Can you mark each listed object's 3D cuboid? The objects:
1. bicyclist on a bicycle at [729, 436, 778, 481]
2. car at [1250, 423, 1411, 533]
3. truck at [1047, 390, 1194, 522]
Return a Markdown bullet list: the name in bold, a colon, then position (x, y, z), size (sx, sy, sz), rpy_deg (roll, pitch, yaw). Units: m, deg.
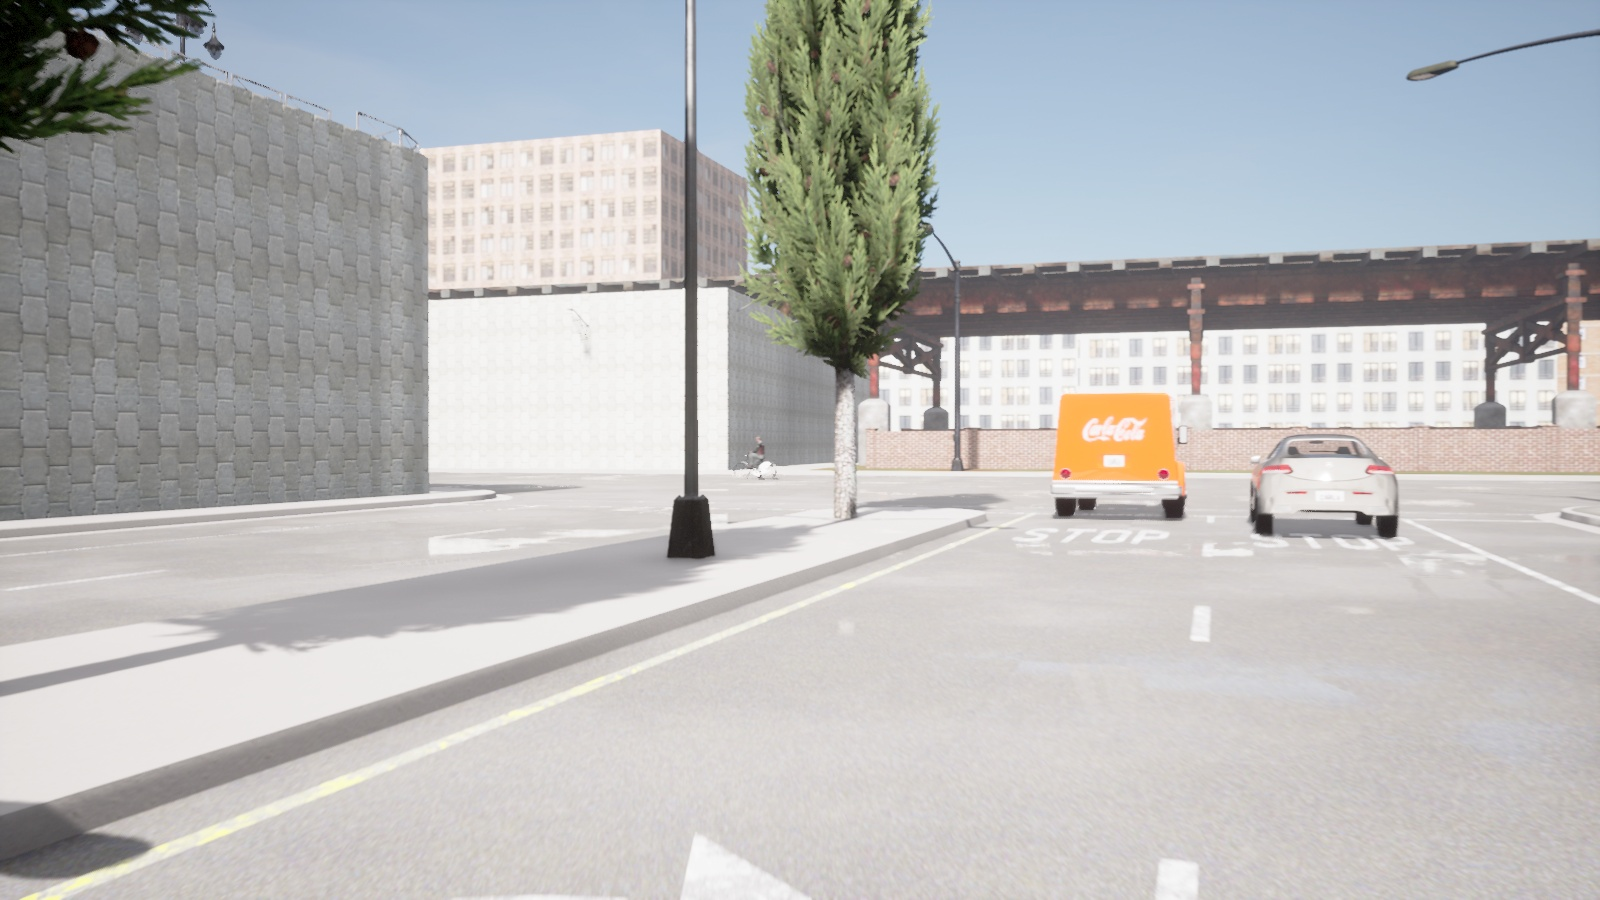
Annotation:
- **bicyclist on a bicycle**: position (-1.881, 0.326, 50.520), size (1.843, 1.776, 0.659), rpy_deg (0, 0, 19)
- **car**: position (8.904, 0.408, 21.483), size (2.152, 1.651, 5.027), rpy_deg (0, 0, 18)
- **truck**: position (6.861, 0.110, 26.412), size (2.627, 2.467, 5.204), rpy_deg (0, 0, 18)
